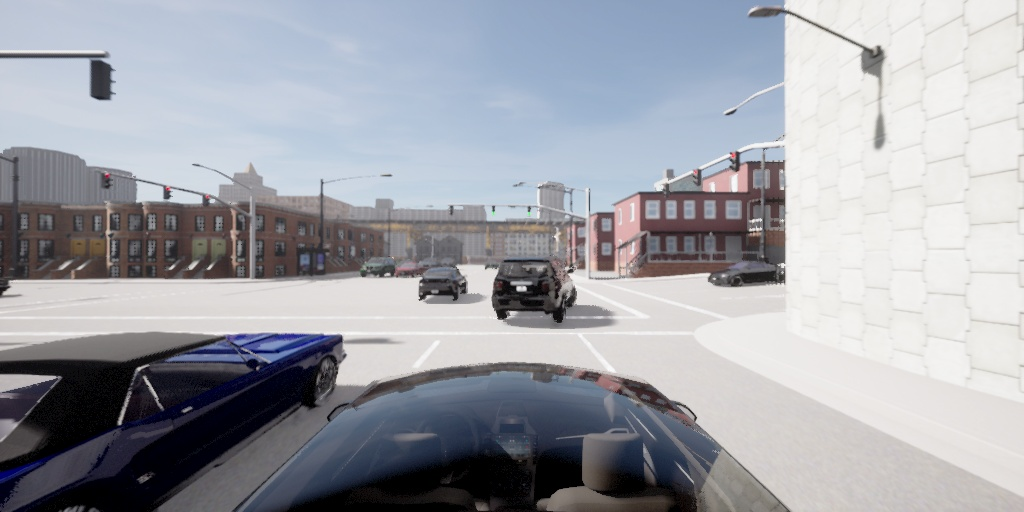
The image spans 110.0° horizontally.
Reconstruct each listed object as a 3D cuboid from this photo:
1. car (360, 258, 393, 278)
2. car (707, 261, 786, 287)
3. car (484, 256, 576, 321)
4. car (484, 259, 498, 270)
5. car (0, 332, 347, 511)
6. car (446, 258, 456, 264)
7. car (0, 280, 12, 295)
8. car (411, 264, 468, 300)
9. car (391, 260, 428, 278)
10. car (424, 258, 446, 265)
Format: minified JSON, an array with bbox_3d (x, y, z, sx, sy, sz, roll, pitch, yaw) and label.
[{"bbox_3d":[-14.141,1.177,38.216,2.150,2.045,5.566,0,0,0],"label":"car"},{"bbox_3d":[14.151,1.027,21.622,4.181,1.385,1.994,-5,0,0],"label":"car"},{"bbox_3d":[0.970,1.039,13.016,2.150,2.045,5.566,-1,0,15],"label":"car"},{"bbox_3d":[-3.480,1.434,60.643,2.097,1.767,4.553,0,0,0],"label":"car"},{"bbox_3d":[-3.399,1.360,3.277,1.895,1.301,4.718,0,0,0],"label":"car"},{"bbox_3d":[-10.596,1.296,59.045,2.150,2.045,5.566,0,-1,0],"label":"car"},{"bbox_3d":[-28.192,1.441,17.725,4.718,1.301,1.895,0,0,0],"label":"car"},{"bbox_3d":[-3.421,1.348,18.303,1.837,1.490,4.892,0,0,0],"label":"car"},{"bbox_3d":[-10.645,1.430,37.538,1.882,1.535,5.008,0,0,0],"label":"car"},{"bbox_3d":[-10.648,1.228,47.152,2.150,2.045,5.566,0,0,0],"label":"car"}]
